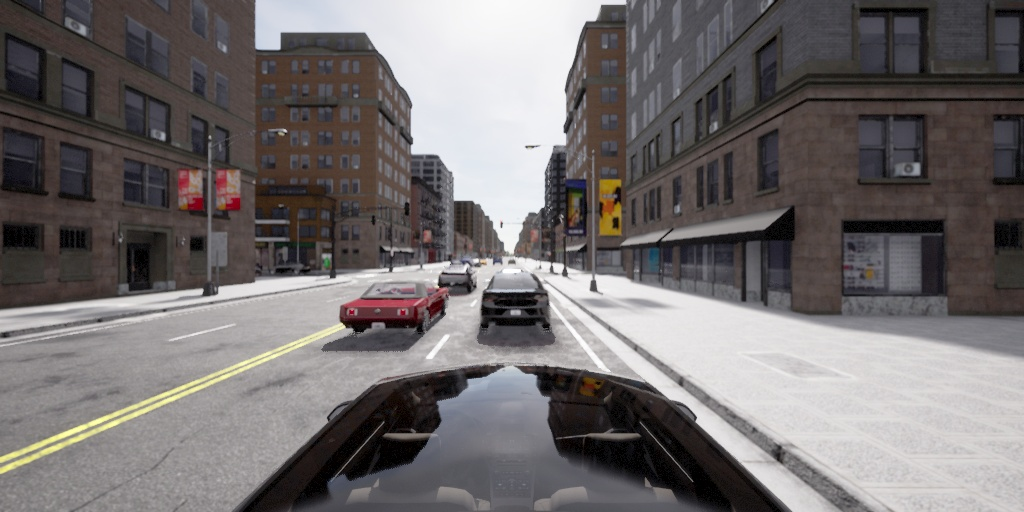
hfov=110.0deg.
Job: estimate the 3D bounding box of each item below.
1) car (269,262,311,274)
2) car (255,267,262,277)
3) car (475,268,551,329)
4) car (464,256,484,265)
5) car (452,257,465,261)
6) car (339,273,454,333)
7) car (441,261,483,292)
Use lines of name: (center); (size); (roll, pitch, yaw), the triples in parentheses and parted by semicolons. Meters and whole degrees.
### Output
car: (-25.373, 1.360, 41.053); (4.313, 1.339, 1.948); (0, 0, 0)
car: (-25.415, 1.196, 33.028); (4.097, 1.591, 1.967); (0, 0, 0)
car: (0.096, 1.236, 11.266); (1.882, 1.535, 5.008); (0, 0, 0)
car: (-6.552, 1.284, 62.881); (2.128, 1.511, 4.902); (0, 0, 0)
car: (-9.802, 1.356, 62.703); (1.994, 1.385, 4.181); (0, 0, 0)
car: (-3.150, 1.359, 10.694); (1.895, 1.301, 4.718); (0, 0, 0)
car: (-3.144, 1.258, 21.240); (2.128, 1.511, 4.902); (0, 0, -1)
